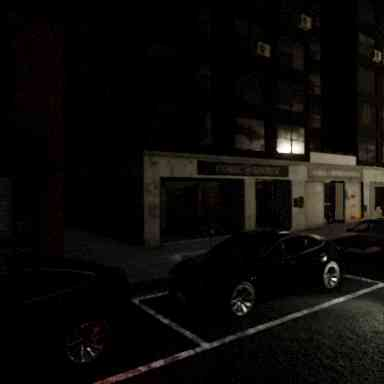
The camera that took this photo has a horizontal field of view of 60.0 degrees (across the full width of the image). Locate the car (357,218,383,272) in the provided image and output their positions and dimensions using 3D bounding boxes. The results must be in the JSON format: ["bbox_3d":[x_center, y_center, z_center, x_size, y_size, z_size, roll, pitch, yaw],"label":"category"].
[{"bbox_3d":[5.969,1.506,10.450,4.206,1.307,1.802,0,0,-36],"label":"car"}]

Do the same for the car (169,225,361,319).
[{"bbox_3d":[1.564,1.529,7.305,4.313,1.339,1.947,0,0,-36],"label":"car"}]

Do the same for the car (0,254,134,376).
[{"bbox_3d":[-2.842,1.567,4.160,4.313,1.339,1.947,0,0,-36],"label":"car"}]
